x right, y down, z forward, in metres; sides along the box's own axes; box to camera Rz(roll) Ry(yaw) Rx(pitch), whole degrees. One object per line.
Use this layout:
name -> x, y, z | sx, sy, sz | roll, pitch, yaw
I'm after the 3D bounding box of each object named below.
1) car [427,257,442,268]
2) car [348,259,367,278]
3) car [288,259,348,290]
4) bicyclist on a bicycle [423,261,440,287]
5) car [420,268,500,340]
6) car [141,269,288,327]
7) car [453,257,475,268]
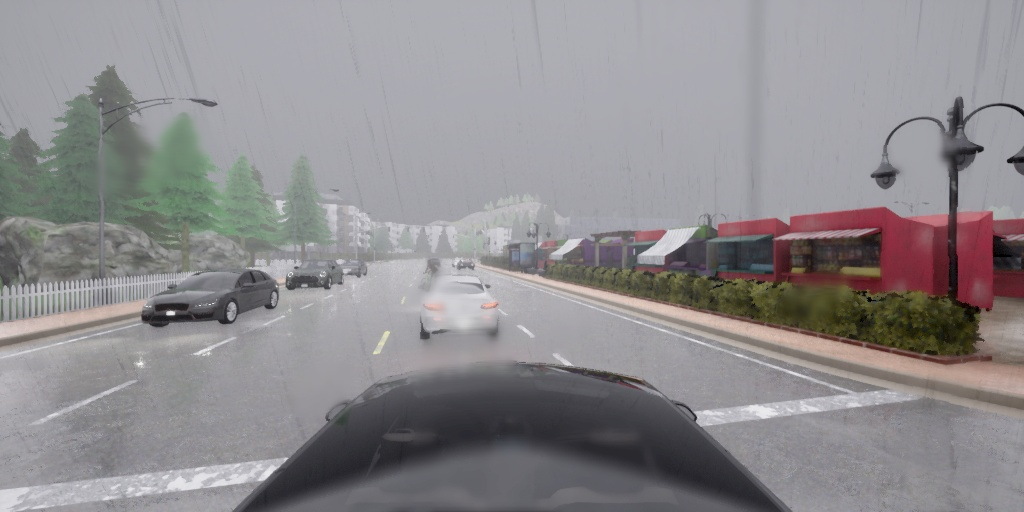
car -> -10.959, 0.898, 50.798 | 1.837, 1.490, 4.892 | 0, 0, -13
car -> -13.652, 1.033, 30.679 | 2.128, 1.511, 4.902 | 0, 0, -13
car -> -11.433, 0.965, 21.062 | 2.097, 1.767, 4.553 | 0, 0, -13
bicyclist on a bicycle -> -4.349, 1.078, 19.612 | 0.582, 1.620, 1.656 | 0, 1, 25
car -> -1.494, 1.225, 9.769 | 1.812, 1.442, 4.674 | 0, 0, -12
car -> -9.210, 1.190, 11.466 | 1.837, 1.490, 4.892 | 0, 0, -13
car -> -5.712, 1.047, 43.749 | 1.895, 1.301, 4.718 | 0, 0, -13
